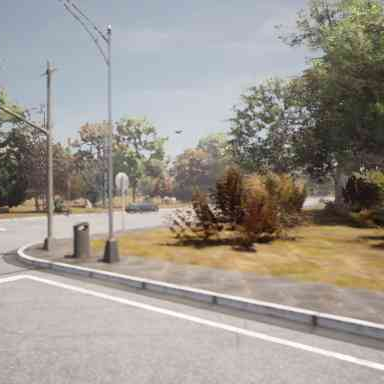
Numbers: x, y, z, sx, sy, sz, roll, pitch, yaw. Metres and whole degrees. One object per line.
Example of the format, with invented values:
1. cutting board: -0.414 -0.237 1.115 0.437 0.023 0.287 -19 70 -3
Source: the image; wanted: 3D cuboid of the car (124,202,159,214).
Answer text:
1. car: -6.375 1.910 41.760 2.033 1.411 5.357 -1 0 32
